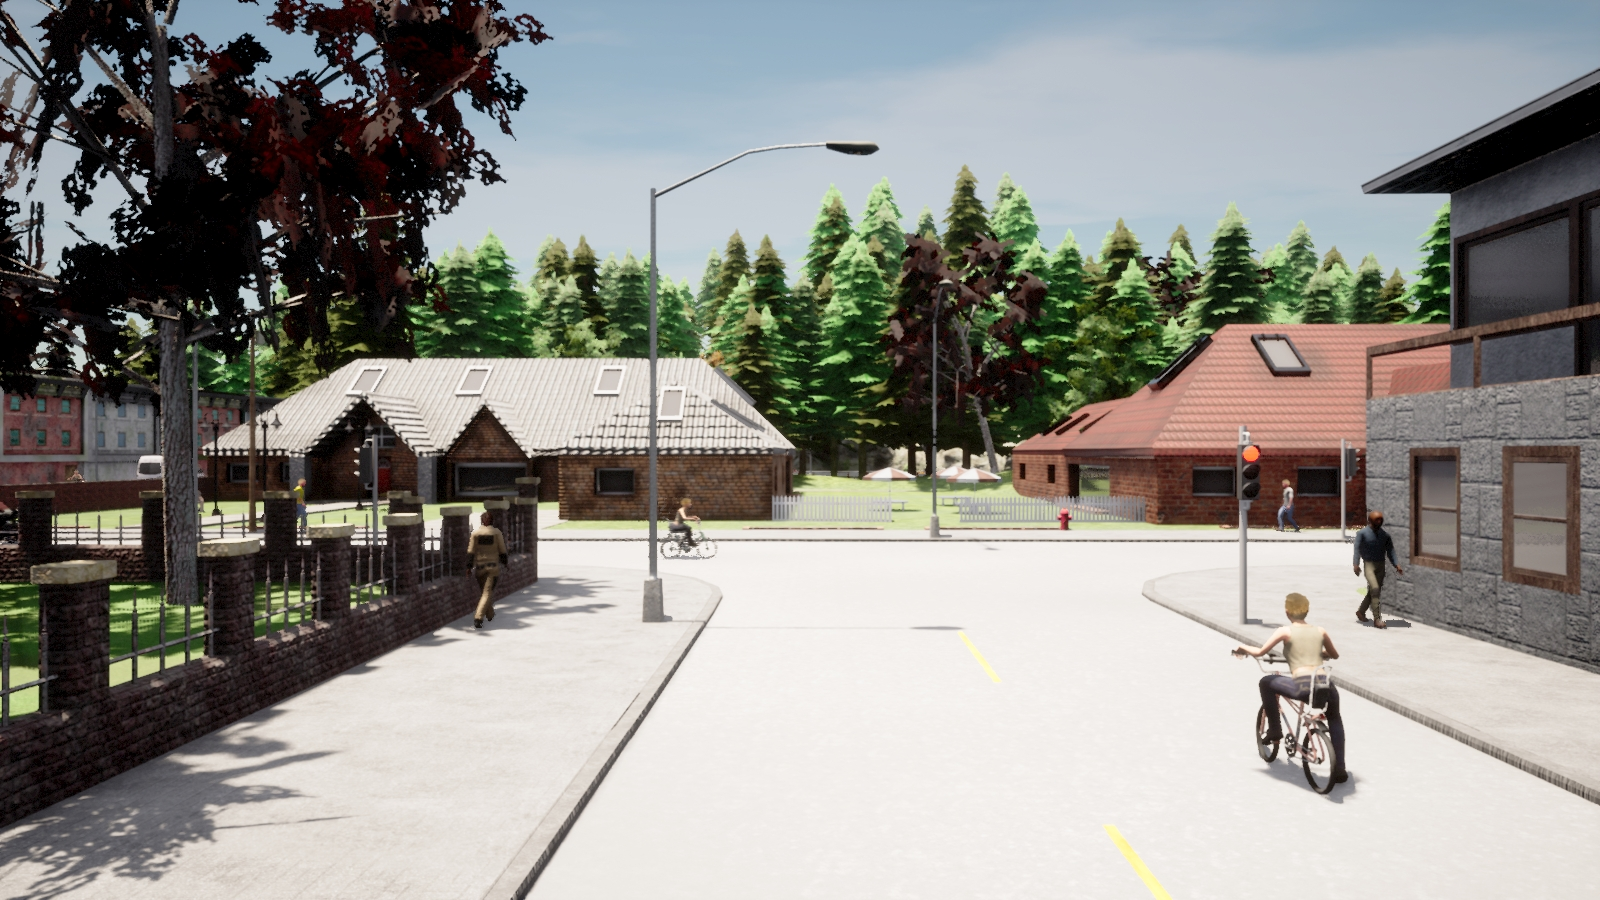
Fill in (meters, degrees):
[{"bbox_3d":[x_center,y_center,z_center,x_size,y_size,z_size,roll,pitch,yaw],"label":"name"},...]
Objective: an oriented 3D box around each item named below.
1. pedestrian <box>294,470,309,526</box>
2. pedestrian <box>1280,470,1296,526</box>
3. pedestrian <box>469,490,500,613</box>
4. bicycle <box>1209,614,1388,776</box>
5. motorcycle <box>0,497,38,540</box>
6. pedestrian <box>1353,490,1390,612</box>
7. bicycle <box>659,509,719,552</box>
[{"bbox_3d":[-16.793,1.600,38.466,0.375,1.860,0.375,0,0,-10],"label":"pedestrian"},{"bbox_3d":[16.432,1.602,38.461,0.375,1.860,0.375,0,0,-6],"label":"pedestrian"},{"bbox_3d":[-4.869,1.560,17.655,0.375,1.860,0.375,0,0,1],"label":"pedestrian"},{"bbox_3d":[4.247,2.059,9.858,0.859,1.080,1.487,0,0,-2],"label":"bicycle"},{"bbox_3d":[-24.443,2.053,34.557,2.209,1.251,0.867,0,0,-2],"label":"motorcycle"},{"bbox_3d":[8.876,1.554,17.744,0.375,1.860,0.375,0,0,-1],"label":"pedestrian"},{"bbox_3d":[-2.898,2.097,29.950,1.487,1.080,0.859,0,0,2],"label":"bicycle"}]
